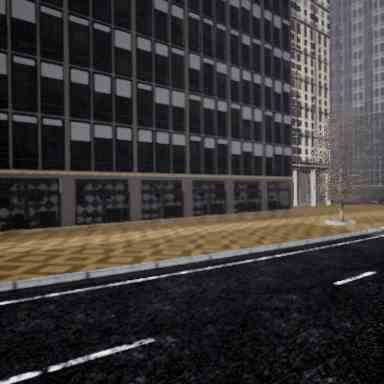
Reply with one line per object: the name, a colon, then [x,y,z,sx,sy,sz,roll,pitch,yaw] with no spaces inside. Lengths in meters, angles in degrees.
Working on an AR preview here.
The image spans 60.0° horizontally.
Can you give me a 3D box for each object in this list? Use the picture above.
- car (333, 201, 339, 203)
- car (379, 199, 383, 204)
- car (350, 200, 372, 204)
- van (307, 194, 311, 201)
car: [28.340,1.666,67.689,1.947,1.339,4.313,0,0,-40]
car: [35.523,1.728,58.877,1.947,1.339,4.313,0,0,-40]
car: [31.915,1.713,63.271,1.802,1.307,4.206,0,0,-40]
van: [27.602,1.271,81.820,1.690,1.788,3.998,0,1,-40]
